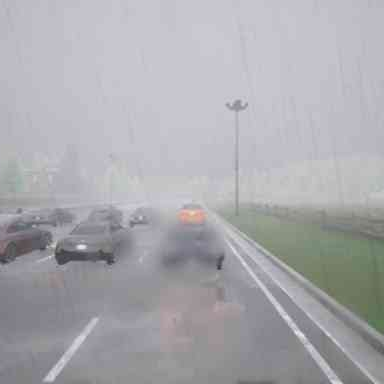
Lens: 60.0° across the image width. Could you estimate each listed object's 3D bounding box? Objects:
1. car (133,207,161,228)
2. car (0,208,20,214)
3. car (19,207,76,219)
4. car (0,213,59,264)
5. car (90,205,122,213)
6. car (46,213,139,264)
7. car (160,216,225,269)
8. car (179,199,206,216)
[{"bbox_3d":[-3.484,1.860,25.102,2.033,1.411,5.357,0,-1,0],"label":"car"},{"bbox_3d":[-13.967,1.932,26.667,1.895,1.301,4.718,0,-1,1],"label":"car"},{"bbox_3d":[-10.483,1.860,25.141,2.033,1.411,5.357,0,-1,0],"label":"car"},{"bbox_3d":[-6.956,1.721,12.484,1.994,1.385,4.181,0,-1,1],"label":"car"},{"bbox_3d":[-6.961,1.831,27.277,2.128,1.511,4.902,0,-1,1],"label":"car"},{"bbox_3d":[-3.456,1.721,12.476,1.994,1.385,4.181,0,-1,1],"label":"car"},{"bbox_3d":[0.036,1.747,11.671,1.895,1.301,4.718,0,-1,1],"label":"car"},{"bbox_3d":[0.039,1.690,27.187,2.097,1.767,4.553,0,-1,1],"label":"car"}]
